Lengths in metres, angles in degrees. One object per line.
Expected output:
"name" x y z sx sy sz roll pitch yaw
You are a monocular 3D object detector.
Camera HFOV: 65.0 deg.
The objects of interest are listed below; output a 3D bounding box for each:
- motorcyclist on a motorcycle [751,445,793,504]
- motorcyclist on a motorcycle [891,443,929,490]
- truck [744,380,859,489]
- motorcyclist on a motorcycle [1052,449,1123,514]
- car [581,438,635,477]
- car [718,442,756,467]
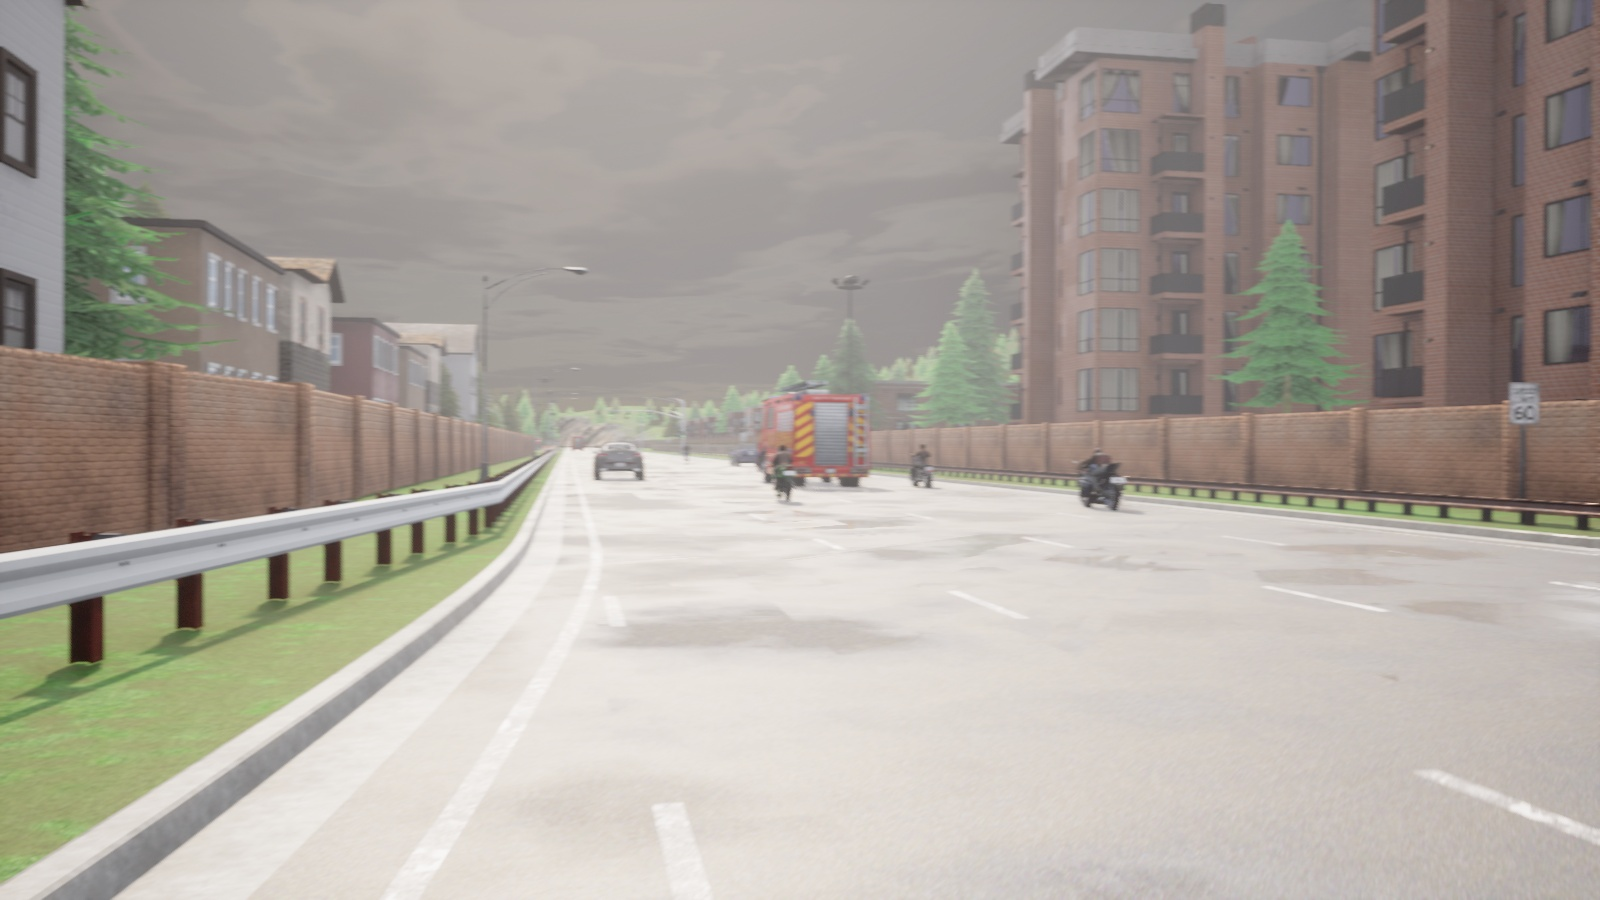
"motorcyclist on a motorcycle" -0.764 0.625 33.614 0.797 1.523 2.044 0 0 -11
"motorcyclist on a motorcycle" 3.997 0.590 45.872 0.766 1.649 2.350 0 0 -11
"truck" -0.121 -0.562 48.769 2.891 3.827 8.468 0 0 -11
"motorcyclist on a motorcycle" 6.960 0.740 30.536 0.866 1.530 2.191 0 0 -11
"car" -8.467 0.305 55.037 2.152 1.651 5.027 0 0 -11
"car" -4.591 0.308 90.320 2.097 1.767 4.553 0 0 -11
